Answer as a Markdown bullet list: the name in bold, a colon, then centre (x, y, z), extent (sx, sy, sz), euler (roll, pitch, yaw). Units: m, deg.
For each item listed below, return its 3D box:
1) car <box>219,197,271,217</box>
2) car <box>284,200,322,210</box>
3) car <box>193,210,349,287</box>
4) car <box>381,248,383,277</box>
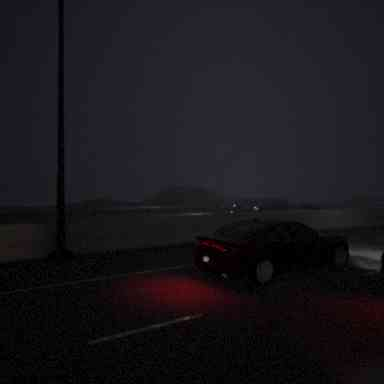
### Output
- **car**: centre (5.005, 1.337, 31.488), extent (4.553, 1.767, 2.097), euler (0, 0, -28)
- **car**: centre (8.441, 1.560, 25.394), extent (4.181, 1.385, 1.994), euler (0, 0, -28)
- **car**: centre (2.407, 1.475, 9.423), extent (5.008, 1.535, 1.882), euler (0, 0, -33)
- **car**: centre (6.458, 1.497, 7.840), extent (4.902, 1.511, 2.128), euler (0, 0, -32)
